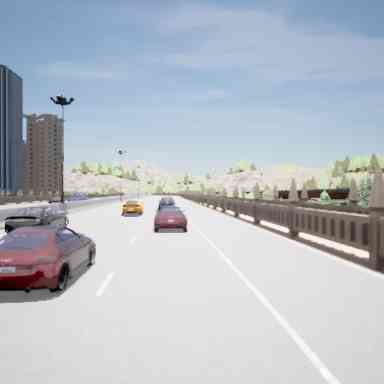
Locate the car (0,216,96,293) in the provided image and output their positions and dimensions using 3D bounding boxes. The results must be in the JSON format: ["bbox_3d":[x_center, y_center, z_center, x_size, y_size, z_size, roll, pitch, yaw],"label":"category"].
[{"bbox_3d":[-3.944,1.579,8.885,1.994,1.385,4.181,0,0,-4],"label":"car"}]

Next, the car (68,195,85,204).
[{"bbox_3d":[-22.885,1.444,66.202,2.097,1.767,4.553,0,0,-5],"label":"car"}]

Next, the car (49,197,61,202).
[{"bbox_3d":[-26.333,1.642,65.459,2.033,1.411,5.357,0,0,-5],"label":"car"}]

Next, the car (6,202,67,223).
[{"bbox_3d":[-8.136,1.523,17.852,2.128,1.511,4.902,0,0,-5],"label":"car"}]

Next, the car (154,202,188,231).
[{"bbox_3d":[-1.341,1.569,20.600,1.994,1.385,4.181,0,0,-5],"label":"car"}]

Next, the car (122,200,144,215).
[{"bbox_3d":[-5.977,1.501,33.916,1.882,1.535,5.008,0,0,-5],"label":"car"}]

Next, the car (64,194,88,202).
[{"bbox_3d":[-18.339,1.291,53.540,2.150,2.045,5.566,0,0,-4],"label":"car"}]

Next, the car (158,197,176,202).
[{"bbox_3d":[-3.141,1.365,41.847,2.097,1.767,4.553,0,0,-5],"label":"car"}]
